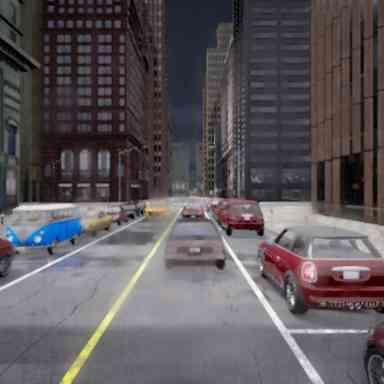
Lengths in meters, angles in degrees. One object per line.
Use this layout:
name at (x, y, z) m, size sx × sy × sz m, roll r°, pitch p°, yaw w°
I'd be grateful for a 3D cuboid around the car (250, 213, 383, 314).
car at (2.758, 1.475, 7.703) m, size 1.967 × 1.590 × 4.097 m, roll 0°, pitch 0°, yaw 0°

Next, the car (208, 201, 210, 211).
car at (2.756, 1.711, 30.246) m, size 1.947 × 1.339 × 4.313 m, roll 0°, pitch 0°, yaw 0°

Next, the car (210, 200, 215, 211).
car at (2.756, 1.432, 24.611) m, size 2.192 × 1.841 × 5.009 m, roll 0°, pitch 0°, yaw 0°

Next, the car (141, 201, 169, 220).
car at (-3.098, 1.621, 30.083) m, size 1.882 × 1.535 × 5.008 m, roll 0°, pitch 0°, yaw 0°

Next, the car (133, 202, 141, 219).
car at (-5.769, 1.711, 30.243) m, size 1.947 × 1.339 × 4.313 m, roll 0°, pitch 0°, yaw 0°

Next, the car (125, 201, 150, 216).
car at (-5.769, 1.740, 35.879) m, size 1.947 × 1.339 × 4.313 m, roll 0°, pitch 0°, yaw 0°

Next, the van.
van at (-5.768, 1.402, 13.334) m, size 1.690 × 1.788 × 3.998 m, roll 0°, pitch 0°, yaw 0°

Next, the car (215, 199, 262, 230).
car at (2.756, 1.404, 18.975) m, size 2.192 × 1.841 × 5.009 m, roll 0°, pitch 0°, yaw 0°

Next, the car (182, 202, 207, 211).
car at (0.090, 1.741, 29.275) m, size 1.895 × 1.301 × 4.718 m, roll 0°, pitch 0°, yaw 0°

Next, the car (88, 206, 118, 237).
car at (-5.768, 1.613, 18.800) m, size 1.752 × 1.417 × 4.829 m, roll 0°, pitch 0°, yaw 0°

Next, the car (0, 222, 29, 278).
car at (-5.766, 1.617, 7.697) m, size 1.802 × 1.307 × 4.206 m, roll 0°, pitch 0°, yaw 0°

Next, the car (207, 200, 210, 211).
car at (2.755, 1.644, 41.519) m, size 1.967 × 1.590 × 4.097 m, roll 0°, pitch 0°, yaw 0°

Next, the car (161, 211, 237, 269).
car at (0.085, 1.600, 11.345) m, size 2.033 × 1.411 × 5.357 m, roll 0°, pitch 0°, yaw 0°

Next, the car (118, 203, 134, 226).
car at (-5.768, 1.698, 24.606) m, size 1.802 × 1.307 × 4.206 m, roll 0°, pitch 0°, yaw 0°

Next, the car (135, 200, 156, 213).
car at (-5.770, 1.754, 41.516) m, size 2.008 × 1.369 × 4.403 m, roll 0°, pitch 0°, yaw 0°

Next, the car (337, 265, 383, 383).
car at (2.759, 1.592, 2.066) m, size 1.802 × 1.307 × 4.206 m, roll 0°, pitch 0°, yaw 0°
